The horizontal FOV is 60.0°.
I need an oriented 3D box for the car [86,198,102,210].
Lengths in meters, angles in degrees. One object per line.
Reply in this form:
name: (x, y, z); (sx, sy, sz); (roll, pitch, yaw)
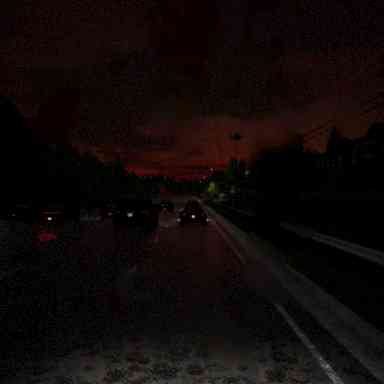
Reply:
car: (-13.914, 1.702, 48.461); (2.097, 1.767, 4.553); (0, 0, 0)

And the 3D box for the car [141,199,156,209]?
car: (-6.915, 1.914, 53.741); (1.812, 1.442, 4.674); (0, 0, 0)

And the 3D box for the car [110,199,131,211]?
car: (-10.414, 1.846, 48.903); (2.128, 1.511, 4.902); (0, 0, 0)

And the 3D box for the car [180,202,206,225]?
car: (0.091, 1.753, 25.940); (1.994, 1.385, 4.181); (0, 0, 0)

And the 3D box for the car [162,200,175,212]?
car: (-3.413, 1.826, 44.145); (1.837, 1.490, 4.892); (0, 0, 0)

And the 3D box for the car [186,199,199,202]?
car: (0.085, 1.844, 50.591); (1.882, 1.535, 5.008); (0, 0, 0)

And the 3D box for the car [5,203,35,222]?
car: (-13.908, 1.684, 28.445); (1.882, 1.535, 5.008); (0, 0, 0)

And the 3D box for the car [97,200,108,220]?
car: (-6.909, 1.699, 30.589); (1.882, 1.535, 5.008); (0, 0, 0)

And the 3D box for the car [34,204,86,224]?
car: (-10.408, 1.700, 26.736); (1.837, 1.490, 4.892); (0, 0, 0)

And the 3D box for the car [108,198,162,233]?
car: (-3.420, 1.376, 21.090); (2.150, 2.045, 5.566); (0, 0, 0)
